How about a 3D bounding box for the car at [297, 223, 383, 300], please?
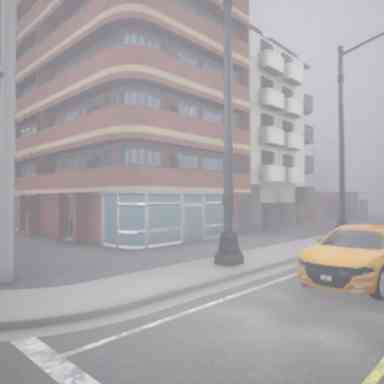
[{"bbox_3d":[4.688,1.651,9.133,1.882,1.535,5.008,-1,-2,44],"label":"car"}]
